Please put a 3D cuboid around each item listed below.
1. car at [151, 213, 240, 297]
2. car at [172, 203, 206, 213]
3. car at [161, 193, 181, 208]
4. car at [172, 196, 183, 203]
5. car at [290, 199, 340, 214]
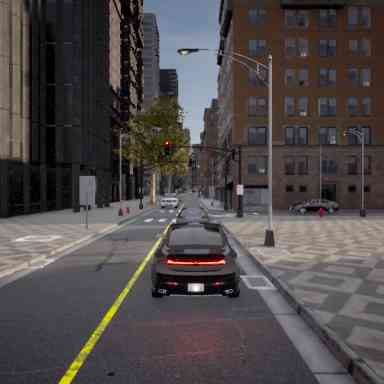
[{"bbox_3d":[0.082,1.505,8.527,1.837,1.490,4.892,0,0,0],"label":"car"},{"bbox_3d":[0.057,1.547,18.263,2.033,1.411,5.357,0,0,0],"label":"car"},{"bbox_3d":[-3.090,1.222,47.037,2.150,2.045,5.566,0,0,0],"label":"car"},{"bbox_3d":[-3.008,1.564,69.334,1.994,1.385,4.181,0,0,0],"label":"car"},{"bbox_3d":[12.610,1.471,34.241,4.902,1.511,2.128,0,0,0],"label":"car"}]
